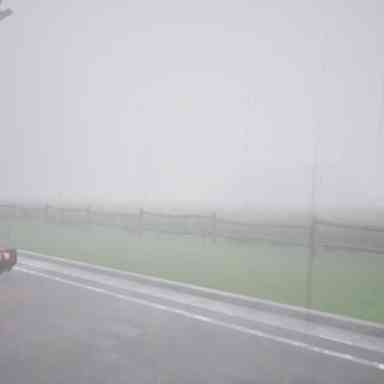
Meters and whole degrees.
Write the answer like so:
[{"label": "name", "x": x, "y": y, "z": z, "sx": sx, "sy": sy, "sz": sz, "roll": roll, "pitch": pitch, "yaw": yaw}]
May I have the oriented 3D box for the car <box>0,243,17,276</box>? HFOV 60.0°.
[{"label": "car", "x": -6.669, "y": 1.554, "z": 8.751, "sx": 4.718, "sy": 1.301, "sz": 1.895, "roll": 0, "pitch": 0, "yaw": 36}]
